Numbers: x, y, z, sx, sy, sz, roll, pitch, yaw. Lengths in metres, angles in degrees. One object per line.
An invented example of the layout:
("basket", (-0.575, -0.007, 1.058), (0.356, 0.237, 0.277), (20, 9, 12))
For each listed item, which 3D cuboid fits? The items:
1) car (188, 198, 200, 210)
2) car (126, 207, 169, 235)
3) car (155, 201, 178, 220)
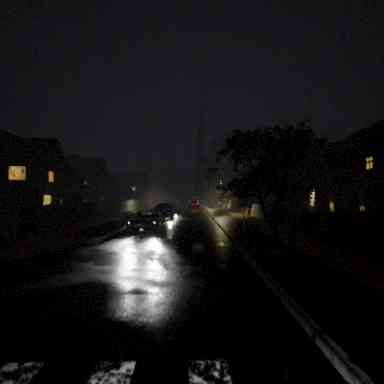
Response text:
("car", (0.330, 2.117, 54.389), (1.837, 1.490, 4.892), (0, -1, 0))
("car", (-2.768, 1.809, 20.650), (1.895, 1.301, 4.718), (0, -1, 1))
("car", (-2.710, 1.811, 32.177), (1.882, 1.535, 5.008), (0, -1, 0))
